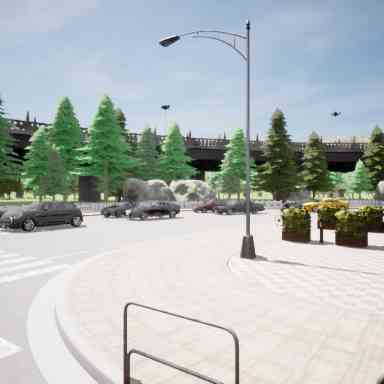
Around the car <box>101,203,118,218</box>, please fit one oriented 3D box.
[{"bbox_3d":[-5.858,1.508,29.228,1.994,1.385,4.181,0,0,45],"label":"car"}]

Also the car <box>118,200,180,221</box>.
[{"bbox_3d":[-3.158,1.436,27.134,4.902,1.511,2.128,0,0,-44],"label":"car"}]

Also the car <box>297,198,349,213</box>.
[{"bbox_3d":[14.542,1.422,36.285,5.008,1.535,1.882,0,0,-7],"label":"car"}]

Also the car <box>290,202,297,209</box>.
[{"bbox_3d":[13.741,1.508,39.593,4.181,1.385,1.994,0,0,-7],"label":"car"}]

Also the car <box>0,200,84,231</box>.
[{"bbox_3d":[-8.955,1.297,20.064,2.097,1.767,4.553,0,0,37],"label":"car"}]

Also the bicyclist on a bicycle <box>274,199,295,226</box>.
[{"bbox_3d":[5.566,1.245,19.586,0.582,1.620,1.656,0,0,-44],"label":"bicyclist on a bicycle"}]

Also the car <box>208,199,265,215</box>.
[{"bbox_3d":[4.670,1.492,33.057,5.357,1.411,2.033,0,0,-26],"label":"car"}]

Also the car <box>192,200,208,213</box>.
[{"bbox_3d":[2.251,1.470,35.568,4.674,1.442,1.812,0,0,-28],"label":"car"}]
